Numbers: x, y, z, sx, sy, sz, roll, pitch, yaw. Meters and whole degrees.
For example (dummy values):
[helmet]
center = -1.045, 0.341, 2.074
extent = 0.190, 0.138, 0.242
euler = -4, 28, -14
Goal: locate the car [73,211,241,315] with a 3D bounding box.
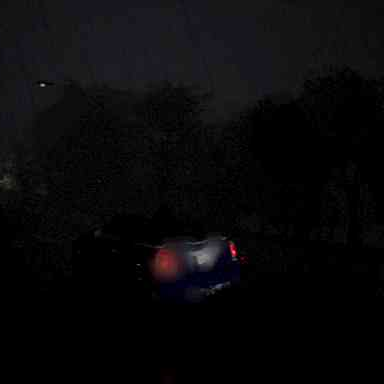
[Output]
[car]
center = -1.080, 1.207, 7.626
extent = 2.097, 1.767, 4.553
euler = -1, 1, -38
